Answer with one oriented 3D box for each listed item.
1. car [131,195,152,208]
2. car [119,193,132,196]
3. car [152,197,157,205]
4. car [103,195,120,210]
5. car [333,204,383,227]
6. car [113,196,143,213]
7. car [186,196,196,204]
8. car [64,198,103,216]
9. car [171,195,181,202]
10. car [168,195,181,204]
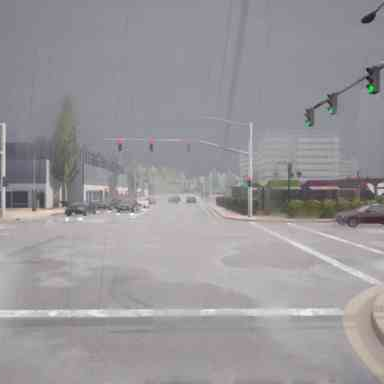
[{"bbox_3d":[-7.187,1.523,46.837,1.812,1.442,4.674,0,0,0],"label":"car"},{"bbox_3d":[-10.697,1.219,52.717,2.150,2.045,5.566,0,0,0],"label":"car"},{"bbox_3d":[-7.195,1.561,56.797,1.994,1.385,4.181,0,0,0],"label":"car"},{"bbox_3d":[-10.683,1.503,42.113,1.837,1.490,4.892,0,0,0],"label":"car"},{"bbox_3d":[11.762,1.525,21.899,4.674,1.442,1.812,0,0,1],"label":"car"},{"bbox_3d":[-7.175,1.503,37.651,1.837,1.490,4.892,0,0,0],"label":"car"},{"bbox_3d":[-0.129,1.488,64.543,2.128,1.511,4.902,0,0,0],"label":"car"},{"bbox_3d":[-10.665,1.546,32.557,2.033,1.411,5.357,0,0,0],"label":"car"},{"bbox_3d":[-3.649,1.421,74.809,1.994,1.385,4.181,0,0,0],"label":"car"},{"bbox_3d":[-3.629,1.544,64.536,2.033,1.411,5.357,0,0,0],"label":"car"}]
